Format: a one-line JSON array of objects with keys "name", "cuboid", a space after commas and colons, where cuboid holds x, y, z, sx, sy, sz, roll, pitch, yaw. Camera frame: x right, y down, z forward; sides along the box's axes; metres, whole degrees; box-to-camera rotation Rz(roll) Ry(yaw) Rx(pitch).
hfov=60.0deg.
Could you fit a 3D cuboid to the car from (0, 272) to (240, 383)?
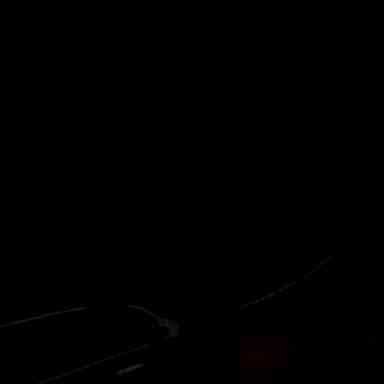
[{"name": "car", "cuboid": [-1.723, 1.541, 2.556, 4.892, 1.490, 1.837, 1, -1, -39]}]
